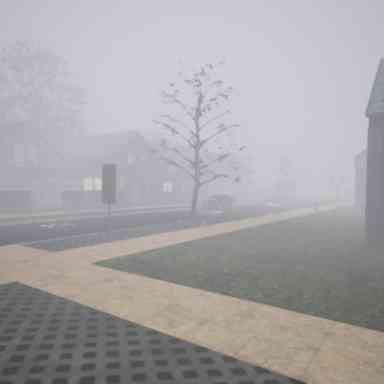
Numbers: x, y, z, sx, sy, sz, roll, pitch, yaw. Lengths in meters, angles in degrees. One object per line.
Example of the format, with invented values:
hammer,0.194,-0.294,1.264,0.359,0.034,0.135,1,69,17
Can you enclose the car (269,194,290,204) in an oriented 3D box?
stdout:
car,12.639,0.967,47.992,1.994,1.385,4.181,2,2,34

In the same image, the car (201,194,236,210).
car,2.737,0.960,33.369,1.837,1.490,4.892,2,2,34
